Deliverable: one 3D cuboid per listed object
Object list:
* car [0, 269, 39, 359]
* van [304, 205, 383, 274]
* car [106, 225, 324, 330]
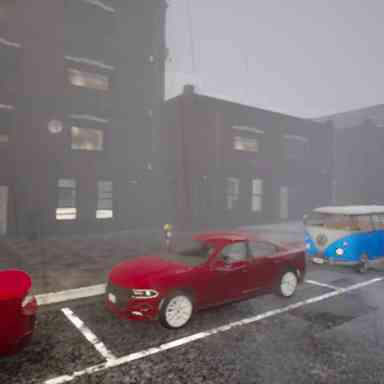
[{"bbox_3d":[-4.173,1.548,3.660,4.507,1.381,1.887,0,1,-35],"label":"car"},{"bbox_3d":[5.130,1.321,10.196,3.998,1.788,1.690,0,1,-35],"label":"van"},{"bbox_3d":[0.497,1.536,6.897,4.507,1.381,1.887,0,1,-35],"label":"car"}]
